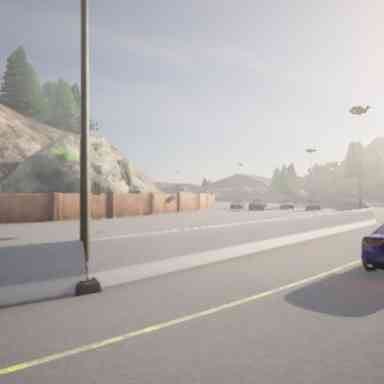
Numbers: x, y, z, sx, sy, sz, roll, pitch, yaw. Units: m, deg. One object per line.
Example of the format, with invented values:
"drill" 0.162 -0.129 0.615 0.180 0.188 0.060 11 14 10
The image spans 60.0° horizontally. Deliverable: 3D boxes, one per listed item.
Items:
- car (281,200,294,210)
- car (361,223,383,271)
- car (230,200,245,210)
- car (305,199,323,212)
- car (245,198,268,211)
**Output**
"car" 13.942 1.819 48.693 2.033 1.411 5.357 0 0 16
"car" 6.858 1.515 10.102 5.008 1.535 1.882 0 0 -44
"car" 6.991 1.865 49.842 2.033 1.411 5.357 0 0 17
"car" 15.782 1.727 43.186 1.837 1.490 4.892 0 0 20
"car" 8.932 1.624 44.904 2.097 1.767 4.553 -1 0 20
